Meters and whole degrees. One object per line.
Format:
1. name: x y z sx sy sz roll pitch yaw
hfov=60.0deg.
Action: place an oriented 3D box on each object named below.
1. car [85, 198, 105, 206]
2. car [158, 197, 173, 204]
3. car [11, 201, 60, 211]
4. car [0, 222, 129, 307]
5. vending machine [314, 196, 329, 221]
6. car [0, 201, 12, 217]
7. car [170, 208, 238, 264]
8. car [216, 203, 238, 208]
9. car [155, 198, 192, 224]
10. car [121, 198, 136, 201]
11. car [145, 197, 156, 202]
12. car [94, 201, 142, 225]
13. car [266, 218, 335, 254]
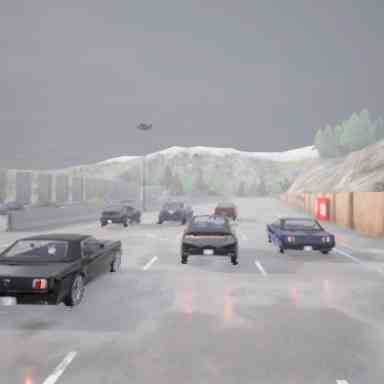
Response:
1. car: -18.511 1.874 63.490 1.882 1.535 5.008 0 0 14
2. car: -5.670 1.839 71.861 1.812 1.442 4.674 0 0 14
3. car: -14.621 1.694 31.974 1.837 1.490 4.892 0 -1 10
4. car: -3.122 1.651 8.080 1.895 1.301 4.718 0 0 3
5. vending machine: 11.335 1.448 29.150 1.100 2.100 0.880 0 0 11
6. car: -17.938 1.678 33.238 2.128 1.511 4.902 0 -1 10
7. car: 0.677 1.586 12.289 2.128 1.511 4.902 0 0 4
8. car: 3.231 1.718 31.129 1.882 1.535 5.008 0 0 11
9. car: -1.176 1.541 26.202 2.097 1.767 4.553 0 -1 9
10. car: -13.443 1.987 69.517 1.895 1.301 4.718 0 0 14
11. car: -9.070 1.810 72.688 1.837 1.490 4.892 0 0 14
12. car: -5.039 1.668 24.163 1.837 1.490 4.892 0 0 8
13. car: 4.300 1.719 13.962 1.895 1.301 4.718 0 0 5
